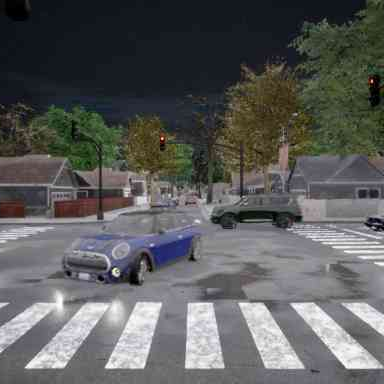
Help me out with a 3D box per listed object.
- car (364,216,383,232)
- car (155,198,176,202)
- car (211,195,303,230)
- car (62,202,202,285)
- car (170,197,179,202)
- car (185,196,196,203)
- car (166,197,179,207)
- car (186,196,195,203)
[{"bbox_3d":[11.627,1.522,17.255,4.718,1.301,1.895,0,0,0],"label":"car"},{"bbox_3d":[-3.032,1.567,32.879,2.033,1.411,5.357,0,0,0],"label":"car"},{"bbox_3d":[3.945,1.197,20.511,5.566,2.045,2.150,0,0,0],"label":"car"},{"bbox_3d":[-1.472,1.353,9.687,2.097,1.767,4.553,0,0,28],"label":"car"},{"bbox_3d":[-3.013,1.594,42.768,1.994,1.385,4.181,0,0,0],"label":"car"},{"bbox_3d":[-0.196,1.616,60.345,1.994,1.385,4.181,0,0,0],"label":"car"},{"bbox_3d":[-3.032,1.568,53.018,1.812,1.442,4.674,0,0,0],"label":"car"},{"bbox_3d":[-0.321,1.574,73.379,1.837,1.490,4.892,0,0,0],"label":"car"}]
